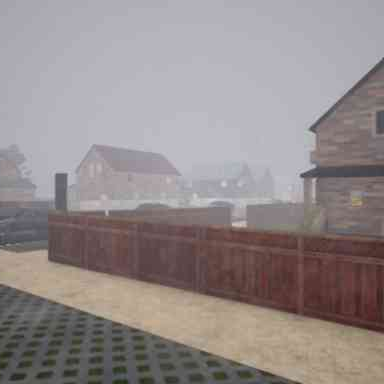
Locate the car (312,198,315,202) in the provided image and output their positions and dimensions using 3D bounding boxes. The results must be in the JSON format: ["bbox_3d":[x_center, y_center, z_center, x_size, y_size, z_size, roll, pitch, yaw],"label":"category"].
[{"bbox_3d":[19.288,1.734,54.268,2.097,1.767,4.553,0,0,32],"label":"car"}]

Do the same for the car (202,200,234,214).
[{"bbox_3d":[2.823,1.675,36.199,1.882,1.535,5.008,0,0,35],"label":"car"}]

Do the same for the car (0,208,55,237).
[{"bbox_3d":[-9.421,1.614,19.038,2.033,1.411,5.357,0,0,37],"label":"car"}]

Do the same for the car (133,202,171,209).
[{"bbox_3d":[-3.536,1.632,27.256,1.837,1.490,4.892,0,0,35],"label":"car"}]

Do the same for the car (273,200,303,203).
[{"bbox_3d":[13.244,1.797,45.806,2.128,1.511,4.902,0,0,35],"label":"car"}]
